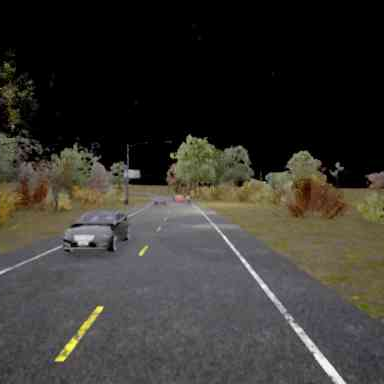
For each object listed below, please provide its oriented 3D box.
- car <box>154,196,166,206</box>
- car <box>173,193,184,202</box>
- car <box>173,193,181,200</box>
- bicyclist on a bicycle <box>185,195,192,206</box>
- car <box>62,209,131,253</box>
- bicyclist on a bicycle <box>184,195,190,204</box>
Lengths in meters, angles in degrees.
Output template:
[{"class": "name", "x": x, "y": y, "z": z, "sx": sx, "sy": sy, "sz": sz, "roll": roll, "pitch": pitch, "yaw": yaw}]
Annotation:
[{"class": "car", "x": -5.146, "y": 1.428, "z": 54.373, "sx": 1.837, "sy": 1.490, "sz": 4.892, "roll": 0, "pitch": 0, "yaw": -3}, {"class": "car", "x": -2.982, "y": 1.225, "z": 75.495, "sx": 2.097, "sy": 1.767, "sz": 4.553, "roll": 0, "pitch": 0, "yaw": -4}, {"class": "car", "x": -3.971, "y": 1.060, "z": 87.624, "sx": 2.097, "sy": 1.767, "sz": 4.553, "roll": 0, "pitch": 0, "yaw": -5}, {"class": "bicyclist on a bicycle", "x": -0.422, "y": 1.362, "z": 50.560, "sx": 0.866, "sy": 1.612, "sz": 1.509, "roll": 0, "pitch": 0, "yaw": -3}, {"class": "car", "x": -3.730, "y": 1.478, "z": 13.745, "sx": 2.128, "sy": 1.511, "sz": 4.902, "roll": 0, "pitch": 0, "yaw": -1}, {"class": "bicyclist on a bicycle", "x": -0.921, "y": 1.344, "z": 59.845, "sx": 0.866, "sy": 1.612, "sz": 1.509, "roll": 0, "pitch": 0, "yaw": -4}]
